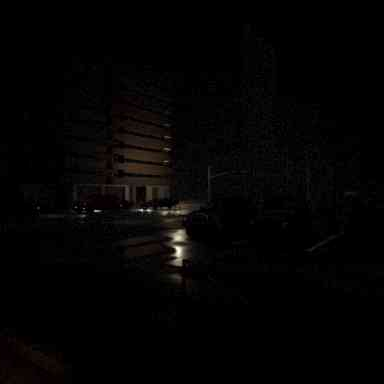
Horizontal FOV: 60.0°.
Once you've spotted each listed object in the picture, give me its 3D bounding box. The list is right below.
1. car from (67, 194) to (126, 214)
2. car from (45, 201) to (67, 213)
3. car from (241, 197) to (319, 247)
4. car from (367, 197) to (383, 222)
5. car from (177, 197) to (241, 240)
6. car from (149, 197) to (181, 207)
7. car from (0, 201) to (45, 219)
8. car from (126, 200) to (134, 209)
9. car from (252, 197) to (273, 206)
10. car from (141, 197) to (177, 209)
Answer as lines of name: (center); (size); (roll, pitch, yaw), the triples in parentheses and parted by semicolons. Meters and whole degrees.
car: (-10.305, 1.221, 36.295); (2.150, 2.045, 5.566); (0, 0, 34)
car: (-15.327, 1.601, 35.098); (1.895, 1.301, 4.718); (0, 0, 34)
car: (3.909, 1.156, 14.336); (1.905, 1.878, 3.866); (0, 0, 34)
car: (15.935, 1.395, 27.290); (1.970, 1.475, 3.806); (0, 0, 34)
car: (1.542, 1.153, 16.003); (1.932, 1.855, 4.605); (0, 0, 34)
car: (-4.121, 1.547, 51.719); (2.033, 1.411, 5.357); (0, 0, 35)
car: (-15.411, 1.564, 28.694); (1.994, 1.385, 4.181); (0, 0, 34)
car: (-9.952, 1.547, 43.102); (2.033, 1.411, 5.357); (0, 0, 34)
car: (12.090, 1.526, 56.754); (1.812, 1.442, 4.674); (0, 0, 34)
car: (-4.497, 1.547, 44.933); (2.033, 1.411, 5.357); (0, 0, 34)
